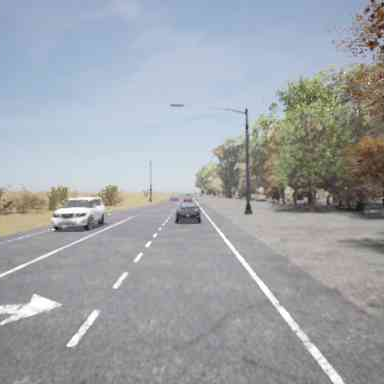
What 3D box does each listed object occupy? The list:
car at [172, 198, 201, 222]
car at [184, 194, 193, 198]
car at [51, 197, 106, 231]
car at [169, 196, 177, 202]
[{"bbox_3d":[-0.303,1.516,26.620,2.128,1.511,4.902,-1,0,-1],"label":"car"},{"bbox_3d":[-0.818,1.593,71.354,1.994,1.385,4.181,-1,0,-1],"label":"car"},{"bbox_3d":[-7.310,1.362,22.061,2.150,2.045,5.566,-1,0,-1],"label":"car"},{"bbox_3d":[-4.432,1.647,81.290,1.994,1.385,4.181,-1,0,-1],"label":"car"}]
